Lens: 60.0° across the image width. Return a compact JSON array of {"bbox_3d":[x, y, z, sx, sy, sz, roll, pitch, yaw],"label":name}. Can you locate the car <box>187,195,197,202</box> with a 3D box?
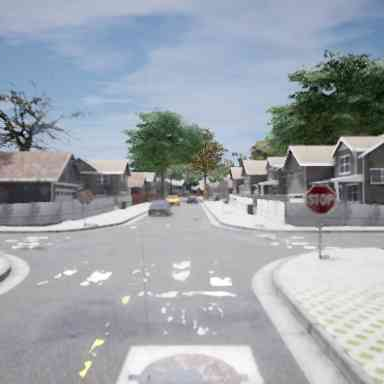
[{"bbox_3d":[0.011,1.312,68.075,1.895,1.301,4.718,0,0,0],"label":"car"}]

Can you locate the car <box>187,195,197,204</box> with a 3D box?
[{"bbox_3d":[0.010,1.296,57.621,2.033,1.411,5.357,0,0,0],"label":"car"}]

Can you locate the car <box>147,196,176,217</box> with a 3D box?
[{"bbox_3d":[-2.836,1.411,30.300,2.033,1.411,5.357,0,0,0],"label":"car"}]

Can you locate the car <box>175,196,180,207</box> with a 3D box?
[{"bbox_3d":[-2.809,1.266,47.745,1.882,1.535,5.008,0,0,0],"label":"car"}]
